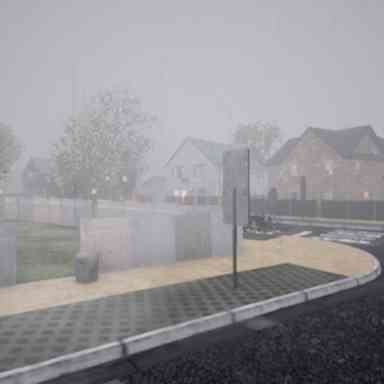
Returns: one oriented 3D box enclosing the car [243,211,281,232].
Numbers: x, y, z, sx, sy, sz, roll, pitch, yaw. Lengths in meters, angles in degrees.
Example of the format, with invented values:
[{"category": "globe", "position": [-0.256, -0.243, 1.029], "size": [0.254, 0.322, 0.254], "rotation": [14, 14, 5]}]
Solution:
[{"category": "car", "position": [2.587, 1.463, 19.026], "size": [4.718, 1.301, 1.895], "rotation": [1, 1, 39]}]
